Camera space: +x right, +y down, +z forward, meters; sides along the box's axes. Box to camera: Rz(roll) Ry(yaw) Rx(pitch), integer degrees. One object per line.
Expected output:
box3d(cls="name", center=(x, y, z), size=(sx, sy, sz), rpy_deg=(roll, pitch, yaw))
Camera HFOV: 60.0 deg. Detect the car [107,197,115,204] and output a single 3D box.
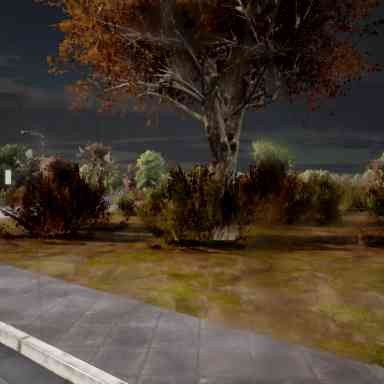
box3d(cls="car", center=(-13.123, 1.434, 50.195), size=(1.994, 1.385, 4.181), rpy_deg=(0, 0, 34))
